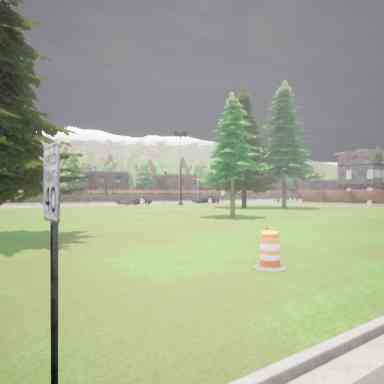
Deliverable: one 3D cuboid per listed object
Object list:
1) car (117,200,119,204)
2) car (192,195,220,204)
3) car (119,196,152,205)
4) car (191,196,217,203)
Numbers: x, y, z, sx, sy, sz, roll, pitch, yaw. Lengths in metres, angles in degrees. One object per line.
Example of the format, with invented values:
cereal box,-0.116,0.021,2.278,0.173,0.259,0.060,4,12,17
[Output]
car,-11.144,1.569,58.719,4.181,1.385,1.994,0,0,-36
car,2.936,1.363,63.160,4.553,1.767,2.097,0,0,-9
car,-9.084,1.491,55.889,4.902,1.511,2.128,0,0,-36
car,2.384,1.513,66.616,4.892,1.490,1.837,0,0,-9
